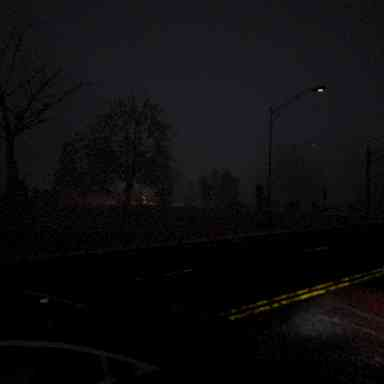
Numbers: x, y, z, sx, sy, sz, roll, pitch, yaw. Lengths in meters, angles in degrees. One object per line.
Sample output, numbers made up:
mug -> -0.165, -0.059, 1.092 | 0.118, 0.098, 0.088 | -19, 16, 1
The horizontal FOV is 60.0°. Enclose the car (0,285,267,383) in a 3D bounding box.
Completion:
car -> -1.536, 1.491, 2.342 | 4.902, 1.511, 2.128 | 0, 0, -36

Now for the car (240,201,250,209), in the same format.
car -> 6.226, 1.769, 46.306 | 1.994, 1.385, 4.181 | 2, -2, -36

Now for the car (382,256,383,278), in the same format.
car -> 6.760, 1.363, 8.306 | 4.553, 1.767, 2.097 | 0, 0, -36

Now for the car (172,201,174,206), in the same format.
car -> -5.224, 1.861, 63.103 | 1.812, 1.442, 4.674 | 2, -2, -33

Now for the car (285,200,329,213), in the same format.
car -> 12.841, 1.618, 37.266 | 1.882, 1.535, 5.008 | 2, -2, -36
